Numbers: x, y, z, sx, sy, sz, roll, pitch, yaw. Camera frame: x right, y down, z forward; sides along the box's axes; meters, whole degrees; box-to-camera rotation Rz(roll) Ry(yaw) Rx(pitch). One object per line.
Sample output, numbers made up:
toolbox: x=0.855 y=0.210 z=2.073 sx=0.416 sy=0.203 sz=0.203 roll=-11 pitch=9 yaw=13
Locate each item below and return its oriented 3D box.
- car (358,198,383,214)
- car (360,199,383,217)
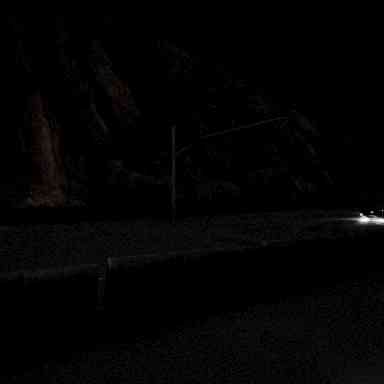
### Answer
car: x=20.215 y=1.457 z=35.792 sx=5.357 sy=1.411 sz=2.033 roll=0 pitch=0 yaw=-36
car: x=16.602 y=1.505 z=28.867 sx=4.181 sy=1.385 sz=1.994 roll=0 pitch=0 yaw=-36
